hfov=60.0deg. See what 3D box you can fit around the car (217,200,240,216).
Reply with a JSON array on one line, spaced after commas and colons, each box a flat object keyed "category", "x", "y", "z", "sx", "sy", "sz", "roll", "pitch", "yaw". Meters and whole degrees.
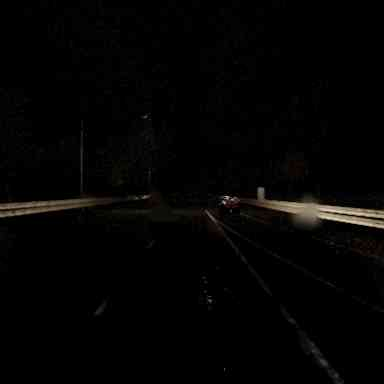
[{"category": "car", "x": 3.578, "y": 1.551, "z": 32.964, "sx": 2.128, "sy": 1.511, "sz": 4.902, "roll": 0, "pitch": 0, "yaw": -1}]
